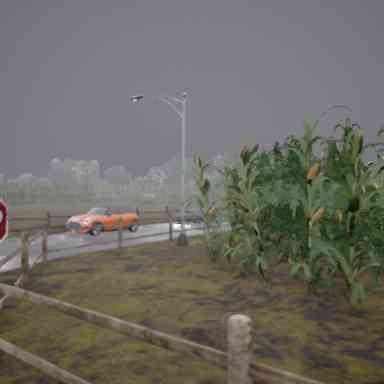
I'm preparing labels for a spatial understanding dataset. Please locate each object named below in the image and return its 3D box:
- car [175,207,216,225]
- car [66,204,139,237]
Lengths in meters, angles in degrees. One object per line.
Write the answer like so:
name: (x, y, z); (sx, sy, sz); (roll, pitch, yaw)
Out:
car: (0.349, 2.007, 28.846); (1.994, 1.385, 4.181); (1, 0, 35)
car: (-5.438, 1.656, 20.582); (2.097, 1.767, 4.553); (1, 0, 35)
